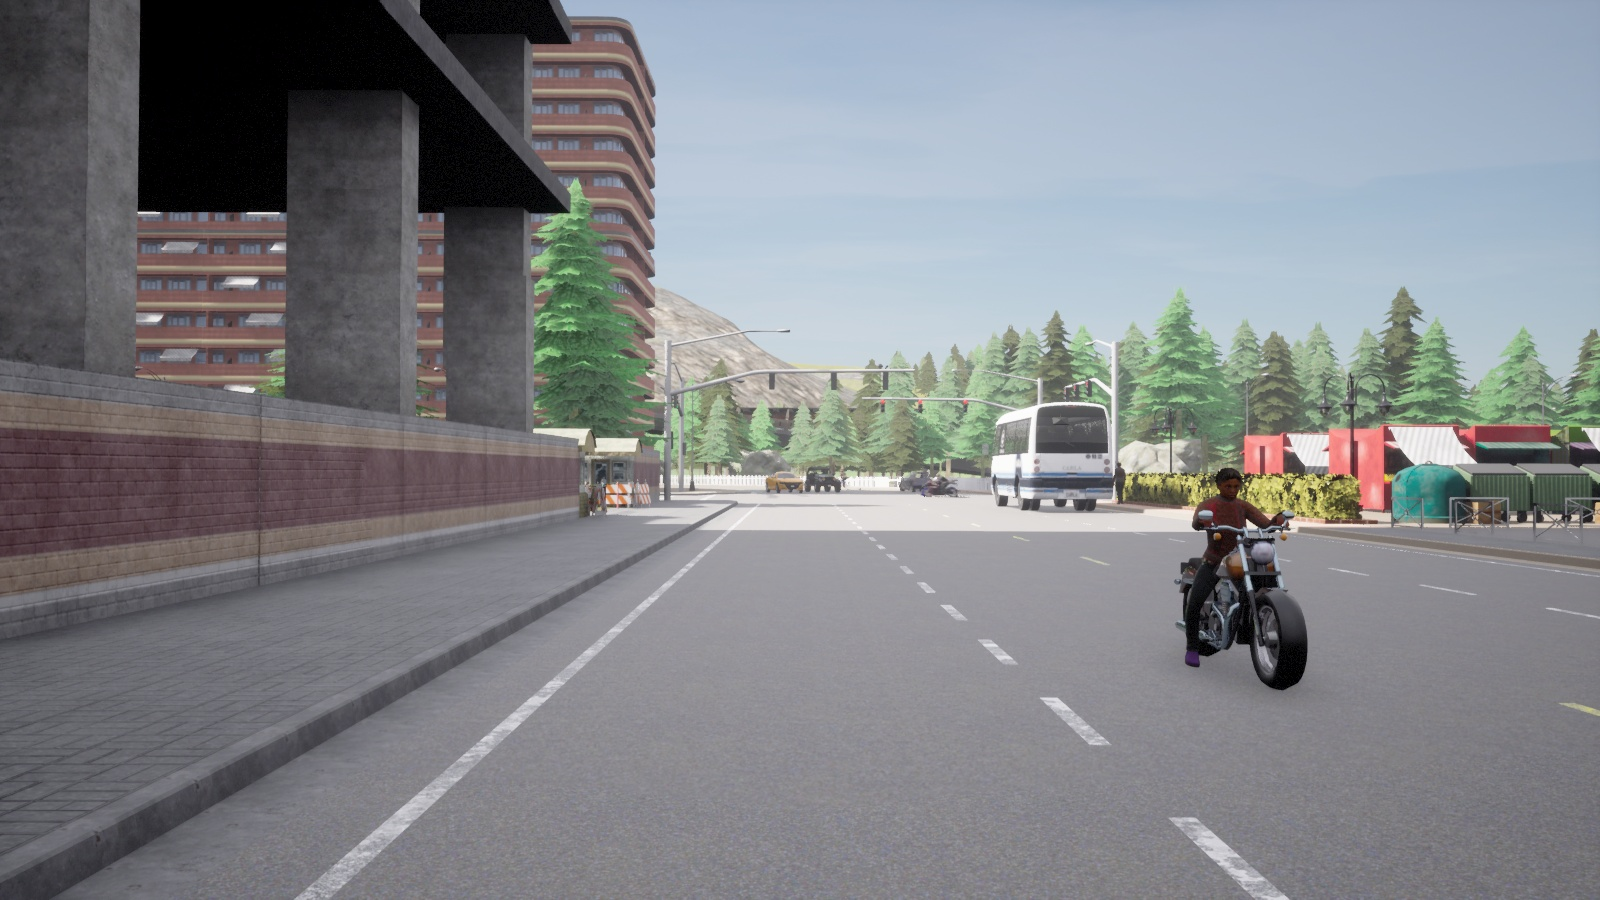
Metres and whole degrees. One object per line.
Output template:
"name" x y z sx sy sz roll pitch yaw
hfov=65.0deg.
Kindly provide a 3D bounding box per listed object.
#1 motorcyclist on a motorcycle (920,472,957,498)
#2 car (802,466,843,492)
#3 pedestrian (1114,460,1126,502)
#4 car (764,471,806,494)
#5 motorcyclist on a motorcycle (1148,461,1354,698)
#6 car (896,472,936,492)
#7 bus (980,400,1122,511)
"motorcyclist on a motorcycle" 8.540 2.149 77.305 2.191 1.530 0.866 0 -1 0
"car" 1.646 2.164 93.155 1.905 1.878 3.866 0 -1 -18
"pedestrian" 13.836 1.322 54.266 0.328 1.805 0.869 0 -1 3
"car" -1.119 2.303 89.900 1.882 1.535 5.008 0 -1 -15
"motorcyclist on a motorcycle" 3.475 0.918 9.942 0.766 1.649 2.350 0 -1 0
"car" 8.669 2.369 94.032 1.845 1.501 3.633 0 -1 -14
"bus" 10.362 0.289 53.273 3.944 4.253 10.273 0 -1 0
